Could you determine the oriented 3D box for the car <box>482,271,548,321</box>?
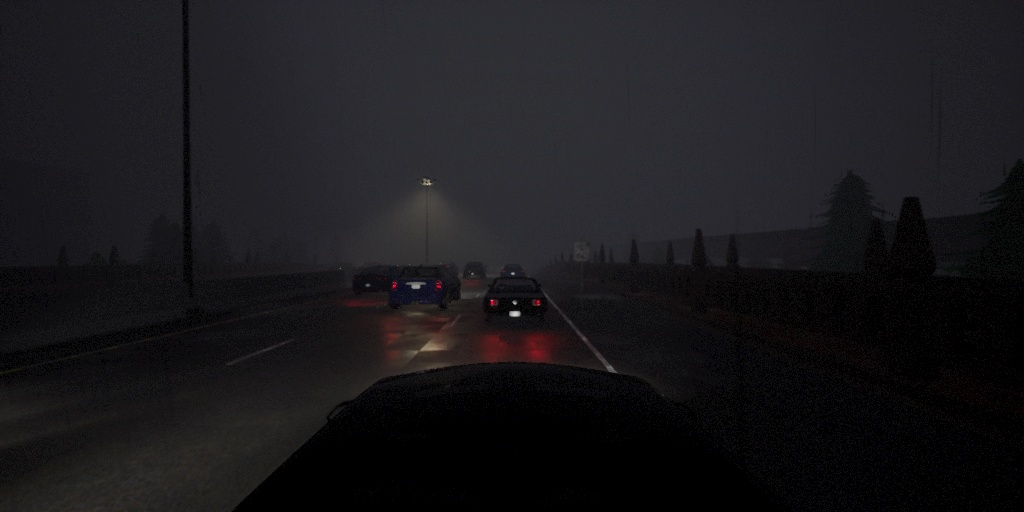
[{"bbox_3d":[0.091,1.362,12.444,1.895,1.301,4.718,0,0,0],"label":"car"}]

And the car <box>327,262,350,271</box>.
[{"bbox_3d":[-21.114,1.495,44.745,1.837,1.490,4.892,0,-3,0],"label":"car"}]

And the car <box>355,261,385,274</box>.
[{"bbox_3d":[-17.616,1.493,44.779,1.837,1.490,4.892,0,-3,0],"label":"car"}]

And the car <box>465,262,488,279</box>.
[{"bbox_3d":[-3.427,1.289,33.604,1.837,1.490,4.892,0,0,0],"label":"car"}]

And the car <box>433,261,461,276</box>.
[{"bbox_3d":[-6.931,1.315,38.923,2.128,1.511,4.902,0,-1,0],"label":"car"}]

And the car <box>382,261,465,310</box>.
[{"bbox_3d":[-3.414,1.118,14.867,2.097,1.767,4.553,0,0,0],"label":"car"}]

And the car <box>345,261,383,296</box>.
[{"bbox_3d":[-6.915,1.250,19.668,1.882,1.535,5.008,0,0,0],"label":"car"}]

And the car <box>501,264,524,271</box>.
[{"bbox_3d":[0.077,1.342,29.711,1.994,1.385,4.181,0,0,0],"label":"car"}]
